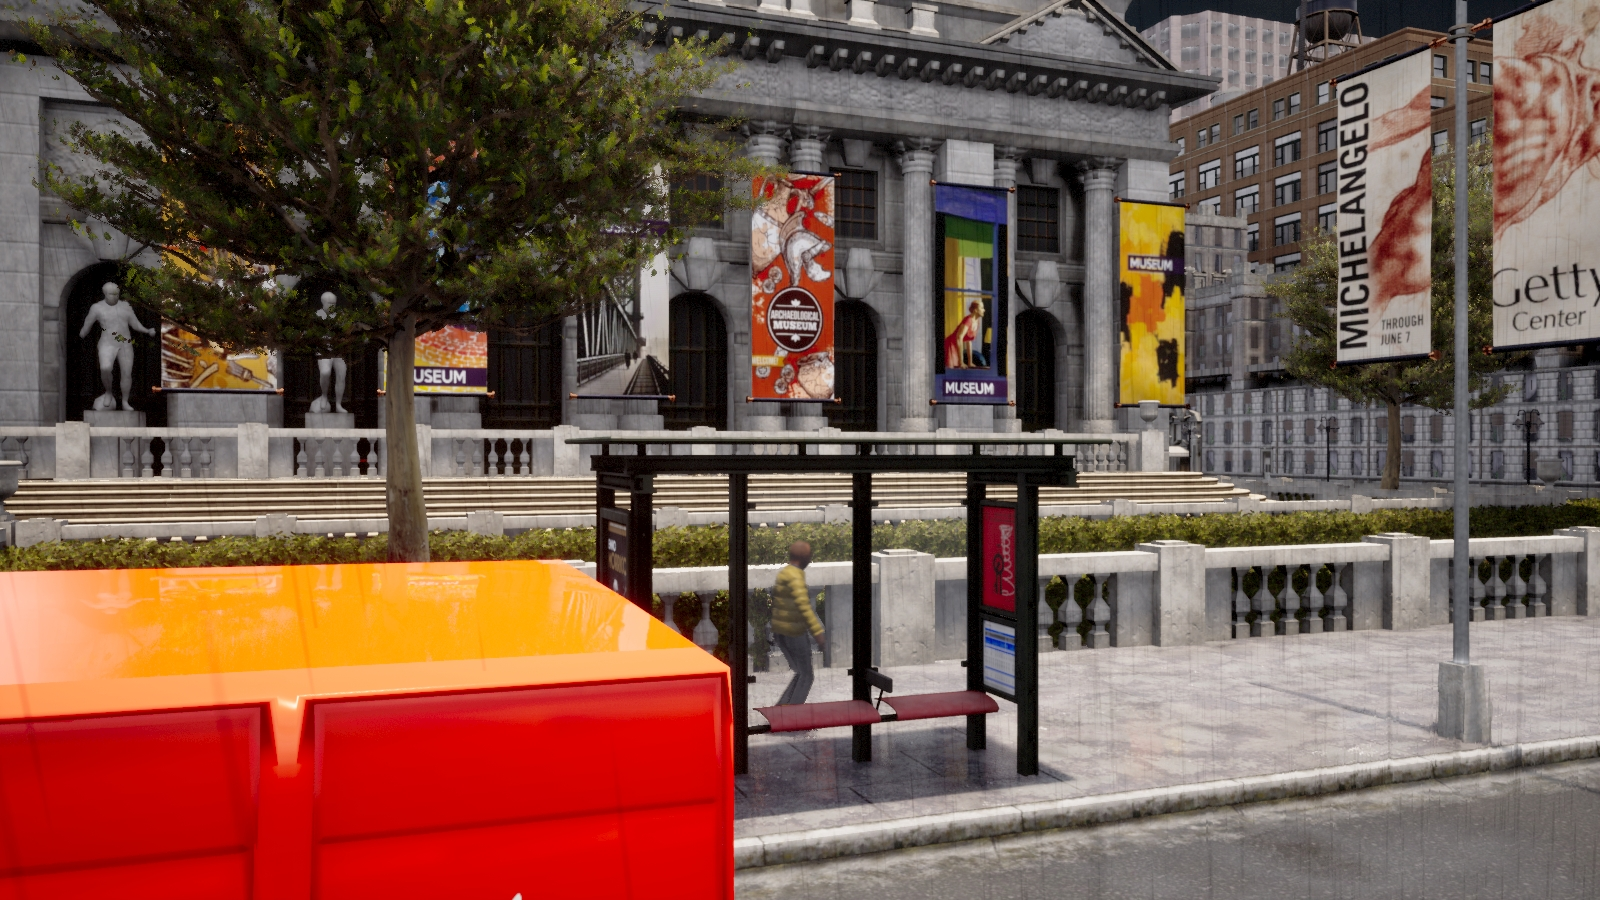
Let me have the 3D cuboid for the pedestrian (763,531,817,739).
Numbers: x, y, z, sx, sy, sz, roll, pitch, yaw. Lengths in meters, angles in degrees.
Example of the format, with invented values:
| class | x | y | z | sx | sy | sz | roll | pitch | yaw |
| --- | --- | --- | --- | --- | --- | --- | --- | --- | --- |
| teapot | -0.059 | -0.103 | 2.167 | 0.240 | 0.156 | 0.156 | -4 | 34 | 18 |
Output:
| class | x | y | z | sx | sy | sz | roll | pitch | yaw |
| --- | --- | --- | --- | --- | --- | --- | --- | --- | --- |
| pedestrian | -0.096 | 1.699 | 10.628 | 0.375 | 1.860 | 0.375 | 0 | 0 | -25 |

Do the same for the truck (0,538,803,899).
| class | x | y | z | sx | sy | sz | roll | pitch | yaw |
| --- | --- | --- | --- | --- | --- | --- | --- | --- | --- |
| truck | -2.888 | 1.568 | 2.235 | 5.204 | 2.467 | 2.627 | 0 | 0 | -20 |
